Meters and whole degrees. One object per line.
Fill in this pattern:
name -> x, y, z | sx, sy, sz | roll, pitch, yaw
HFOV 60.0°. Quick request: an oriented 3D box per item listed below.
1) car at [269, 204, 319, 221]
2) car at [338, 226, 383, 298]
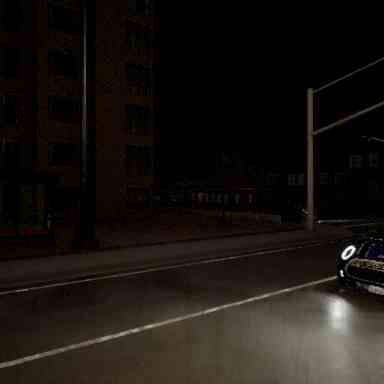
car -> 9.442, 1.866, 31.165 | 2.097, 1.767, 4.553 | 0, -5, -36
car -> 5.484, 1.352, 7.885 | 4.553, 1.767, 2.097 | 0, 0, -35
